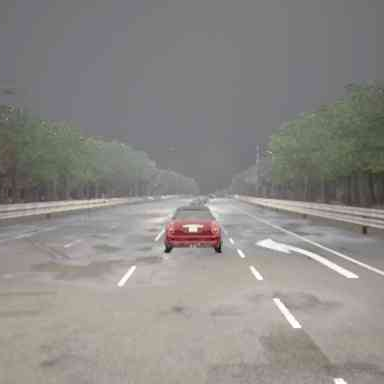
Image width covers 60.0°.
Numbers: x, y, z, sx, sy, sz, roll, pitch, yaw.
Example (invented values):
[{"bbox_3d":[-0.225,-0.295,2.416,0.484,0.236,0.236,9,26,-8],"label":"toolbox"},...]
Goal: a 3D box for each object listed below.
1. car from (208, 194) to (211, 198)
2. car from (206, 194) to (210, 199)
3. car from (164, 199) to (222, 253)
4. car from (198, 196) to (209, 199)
[{"bbox_3d":[3.215,1.747,83.330,1.895,1.301,4.718,0,0,5],"label":"car"},{"bbox_3d":[1.980,1.640,66.093,2.033,1.411,5.357,0,0,4],"label":"car"},{"bbox_3d":[0.063,1.348,13.887,2.097,1.767,4.553,0,0,1],"label":"car"},{"bbox_3d":[0.645,1.570,39.115,2.033,1.411,5.357,0,0,2],"label":"car"}]
